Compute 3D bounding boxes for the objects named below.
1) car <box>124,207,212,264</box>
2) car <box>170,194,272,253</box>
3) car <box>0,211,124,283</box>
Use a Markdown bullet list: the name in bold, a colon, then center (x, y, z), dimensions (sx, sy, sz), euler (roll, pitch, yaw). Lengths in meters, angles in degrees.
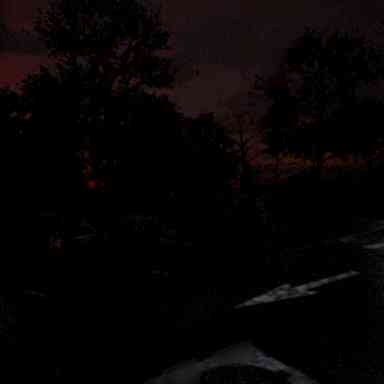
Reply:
- **car**: center (-2.068, 1.425, 11.562), dimensions (4.892, 1.521, 2.231), euler (-1, -1, 34)
- **car**: center (0.361, 1.135, 13.324), dimensions (5.566, 2.045, 2.435), euler (-1, 0, 34)
- **car**: center (-4.499, 1.336, 9.778), dimensions (4.553, 1.767, 2.185), euler (-1, 0, 34)
